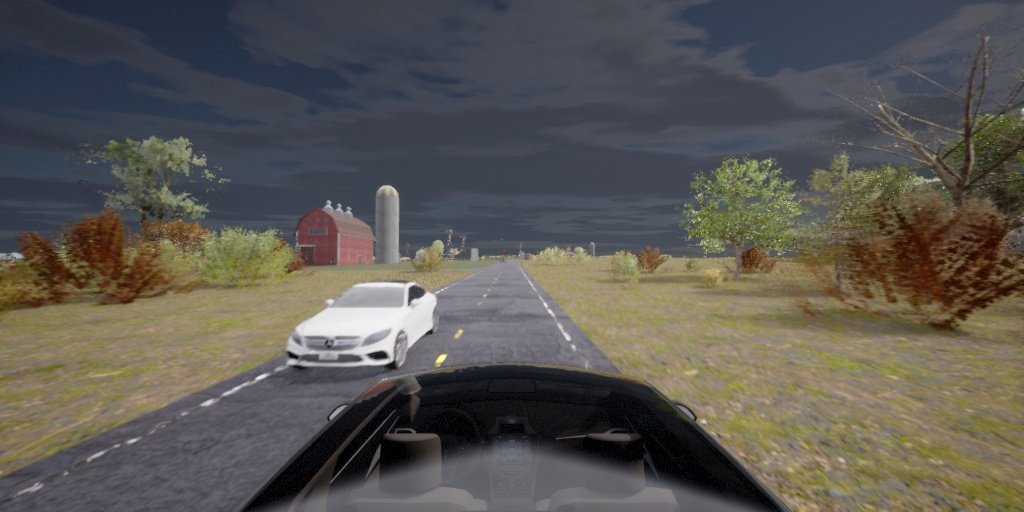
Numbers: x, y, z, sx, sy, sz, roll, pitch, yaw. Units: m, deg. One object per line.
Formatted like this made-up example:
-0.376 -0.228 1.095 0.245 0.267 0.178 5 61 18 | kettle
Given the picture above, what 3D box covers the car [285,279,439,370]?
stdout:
-2.850 1.280 7.899 1.812 1.442 4.674 0 0 0 | car
